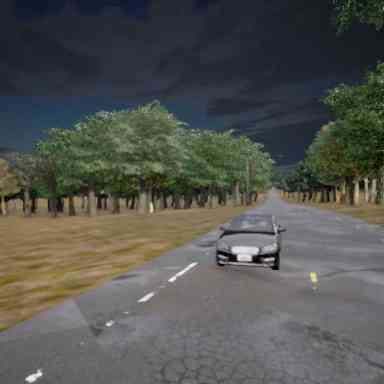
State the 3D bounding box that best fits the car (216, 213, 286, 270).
[{"bbox_3d":[2.102,1.497,11.270,2.128,1.511,4.902,0,0,16],"label":"car"}]
